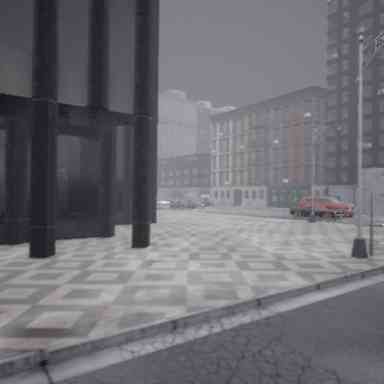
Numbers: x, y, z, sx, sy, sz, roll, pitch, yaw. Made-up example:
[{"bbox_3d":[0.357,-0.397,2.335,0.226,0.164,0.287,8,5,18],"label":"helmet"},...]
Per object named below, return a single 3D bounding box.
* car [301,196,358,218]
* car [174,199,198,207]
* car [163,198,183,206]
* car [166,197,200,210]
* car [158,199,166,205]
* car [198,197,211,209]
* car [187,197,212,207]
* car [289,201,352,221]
[{"bbox_3d":[12.999,1.450,32.152,2.150,2.045,5.566,1,-1,-36],"label":"car"},{"bbox_3d":[-1.120,1.931,57.722,1.895,1.301,4.718,1,-1,-35],"label":"car"},{"bbox_3d":[-3.868,1.994,67.106,1.895,1.301,4.718,1,-1,-36],"label":"car"},{"bbox_3d":[-1.308,1.779,46.607,1.994,1.385,4.181,1,-1,-35],"label":"car"},{"bbox_3d":[-6.512,1.944,65.218,1.895,1.301,4.718,1,-1,-36],"label":"car"},{"bbox_3d":[0.188,1.759,50.117,2.128,1.511,4.902,1,-1,-35],"label":"car"},{"bbox_3d":[1.294,1.732,59.890,2.097,1.767,4.553,1,-1,-35],"label":"car"},{"bbox_3d":[11.040,1.777,29.291,1.895,1.301,4.718,1,-1,-36],"label":"car"}]
